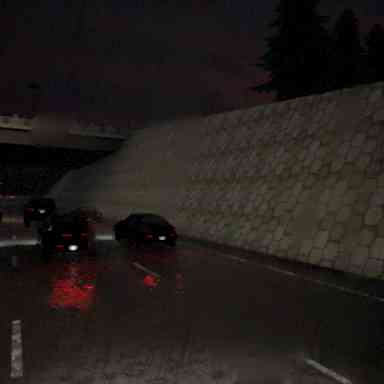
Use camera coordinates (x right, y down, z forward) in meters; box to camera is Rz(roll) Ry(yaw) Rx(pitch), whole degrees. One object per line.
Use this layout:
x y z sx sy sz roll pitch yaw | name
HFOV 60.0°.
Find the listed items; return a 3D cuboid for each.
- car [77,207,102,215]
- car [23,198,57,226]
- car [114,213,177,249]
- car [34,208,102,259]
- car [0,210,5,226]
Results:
-9.051 1.894 28.140 1.895 1.301 4.718 0 -1 -28 | car
-11.826 1.491 25.898 2.150 2.045 5.566 0 0 -28 | car
-2.266 1.691 15.494 1.812 1.442 4.674 0 0 -28 | car
-5.168 1.648 13.491 1.837 1.490 4.892 0 0 -28 | car
-15.338 1.746 25.061 2.128 1.511 4.902 0 -1 -28 | car
